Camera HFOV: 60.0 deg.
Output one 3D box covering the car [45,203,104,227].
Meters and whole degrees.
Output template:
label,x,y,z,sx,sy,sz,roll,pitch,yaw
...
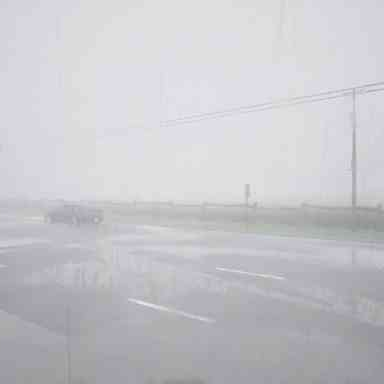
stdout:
label,x,y,z,sx,sy,sz,roll,pitch,yaw
car,-8.061,1.505,22.605,4.892,1.490,1.837,0,0,35
